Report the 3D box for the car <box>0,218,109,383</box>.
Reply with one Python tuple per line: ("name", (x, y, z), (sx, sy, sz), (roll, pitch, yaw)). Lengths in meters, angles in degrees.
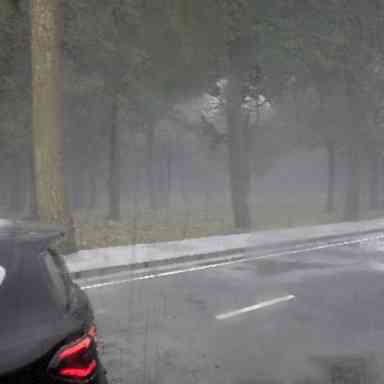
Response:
("car", (-3.180, 1.231, 1.416), (5.566, 2.045, 2.150), (0, 0, -36))
